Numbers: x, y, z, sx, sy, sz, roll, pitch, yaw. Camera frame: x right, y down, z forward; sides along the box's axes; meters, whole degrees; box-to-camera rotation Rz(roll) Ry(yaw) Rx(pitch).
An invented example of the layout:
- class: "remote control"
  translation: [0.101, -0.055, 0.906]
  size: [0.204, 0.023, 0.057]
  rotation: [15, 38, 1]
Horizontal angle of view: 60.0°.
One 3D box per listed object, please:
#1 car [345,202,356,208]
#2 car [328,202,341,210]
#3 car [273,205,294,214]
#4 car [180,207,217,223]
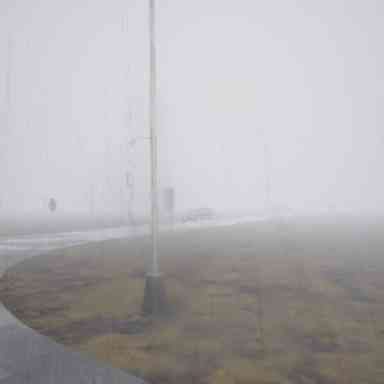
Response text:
- class: "car"
  translation: [40.006, 3.307, 83.814]
  size: [1.994, 1.385, 4.181]
  rotation: [-2, -2, 36]
- class: "car"
  translation: [29.840, 2.972, 69.611]
  size: [1.837, 1.490, 4.892]
  rotation: [-2, -2, 36]
- class: "car"
  translation: [14.748, 2.743, 53.258]
  size: [2.033, 1.411, 5.357]
  rotation: [-2, -2, 36]
- class: "car"
  translation: [0.691, 2.278, 33.762]
  size: [1.837, 1.490, 4.892]
  rotation: [-2, -2, 36]
